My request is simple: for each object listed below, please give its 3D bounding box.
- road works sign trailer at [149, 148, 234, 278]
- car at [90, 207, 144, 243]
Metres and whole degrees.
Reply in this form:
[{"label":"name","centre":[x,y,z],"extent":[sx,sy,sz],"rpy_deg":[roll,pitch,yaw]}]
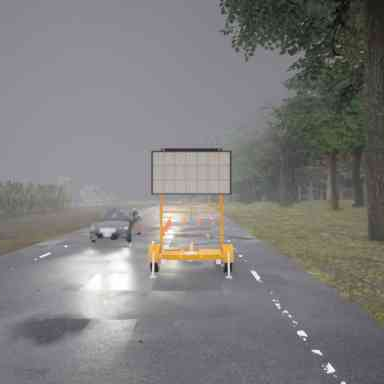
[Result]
[{"label":"road works sign trailer","centre":[-0.015,0.480,10.139],"extent":[2.380,3.560,2.880],"rpy_deg":[0,0,0]},{"label":"car","centre":[-3.529,1.525,16.277],"extent":[2.128,1.511,4.902],"rpy_deg":[0,0,0]}]
